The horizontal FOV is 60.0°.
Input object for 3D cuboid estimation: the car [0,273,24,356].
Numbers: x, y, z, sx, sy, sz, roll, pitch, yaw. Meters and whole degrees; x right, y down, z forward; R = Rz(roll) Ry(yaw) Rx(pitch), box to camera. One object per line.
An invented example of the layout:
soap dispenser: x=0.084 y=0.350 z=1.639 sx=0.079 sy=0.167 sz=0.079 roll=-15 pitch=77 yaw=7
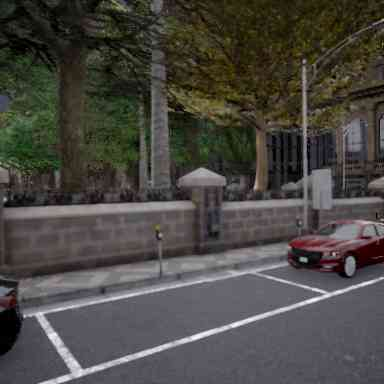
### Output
car: x=-4.233 y=1.568 z=3.645 sx=4.313 sy=1.339 sz=1.947 roll=0 pitch=-1 yaw=-35

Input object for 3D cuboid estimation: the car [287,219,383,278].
car: x=4.765 y=1.533 z=10.057 sx=4.507 sy=1.381 sz=1.887 roll=0 pitch=-1 yaw=-35
